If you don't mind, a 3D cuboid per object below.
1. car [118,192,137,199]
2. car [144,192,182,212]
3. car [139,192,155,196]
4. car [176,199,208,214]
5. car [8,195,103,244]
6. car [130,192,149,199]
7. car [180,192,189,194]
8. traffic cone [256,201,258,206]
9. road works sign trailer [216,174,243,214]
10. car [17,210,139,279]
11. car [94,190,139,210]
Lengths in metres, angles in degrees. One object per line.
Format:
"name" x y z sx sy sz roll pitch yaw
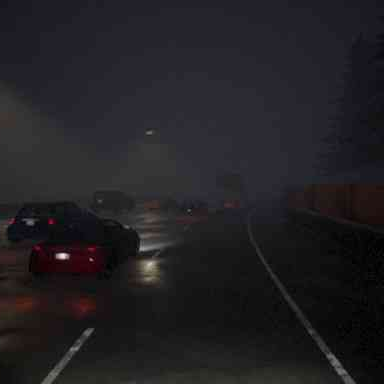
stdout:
"car" -14.402 0.660 74.046 1.812 1.442 4.674 0 1 24
"car" -2.812 1.111 33.032 1.882 1.535 5.008 0 1 13
"car" -8.609 0.719 69.922 1.837 1.490 4.892 0 1 24
"car" 0.232 1.266 30.743 1.895 1.301 4.718 0 1 13
"car" -5.931 1.176 14.776 2.097 1.767 4.553 0 1 6
"car" -11.297 0.691 72.430 1.812 1.442 4.674 0 1 24
"car" -2.139 0.683 75.128 1.812 1.442 4.674 0 1 28
"traffic cone" 8.308 1.510 42.736 0.340 0.580 0.340 0 1 15
"road works sign trailer" 3.519 0.140 30.541 2.380 3.560 2.880 0 1 15
"car" -2.890 1.450 9.773 1.994 1.385 4.181 0 1 4
"car" -7.066 0.877 30.100 2.150 2.045 5.566 0 1 12
